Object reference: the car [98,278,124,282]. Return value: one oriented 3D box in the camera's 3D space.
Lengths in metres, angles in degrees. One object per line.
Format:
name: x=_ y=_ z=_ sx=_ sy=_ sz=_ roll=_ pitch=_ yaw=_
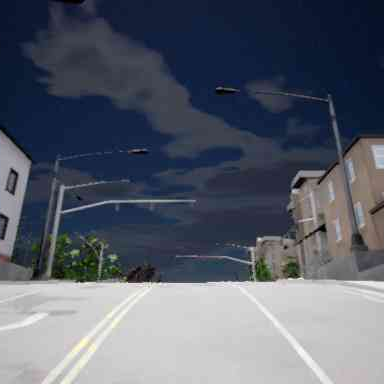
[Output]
car: x=-8.223 y=10.118 z=36.172 sx=4.674 sy=1.442 sz=1.812 roll=-1 pitch=-23 yaw=1
